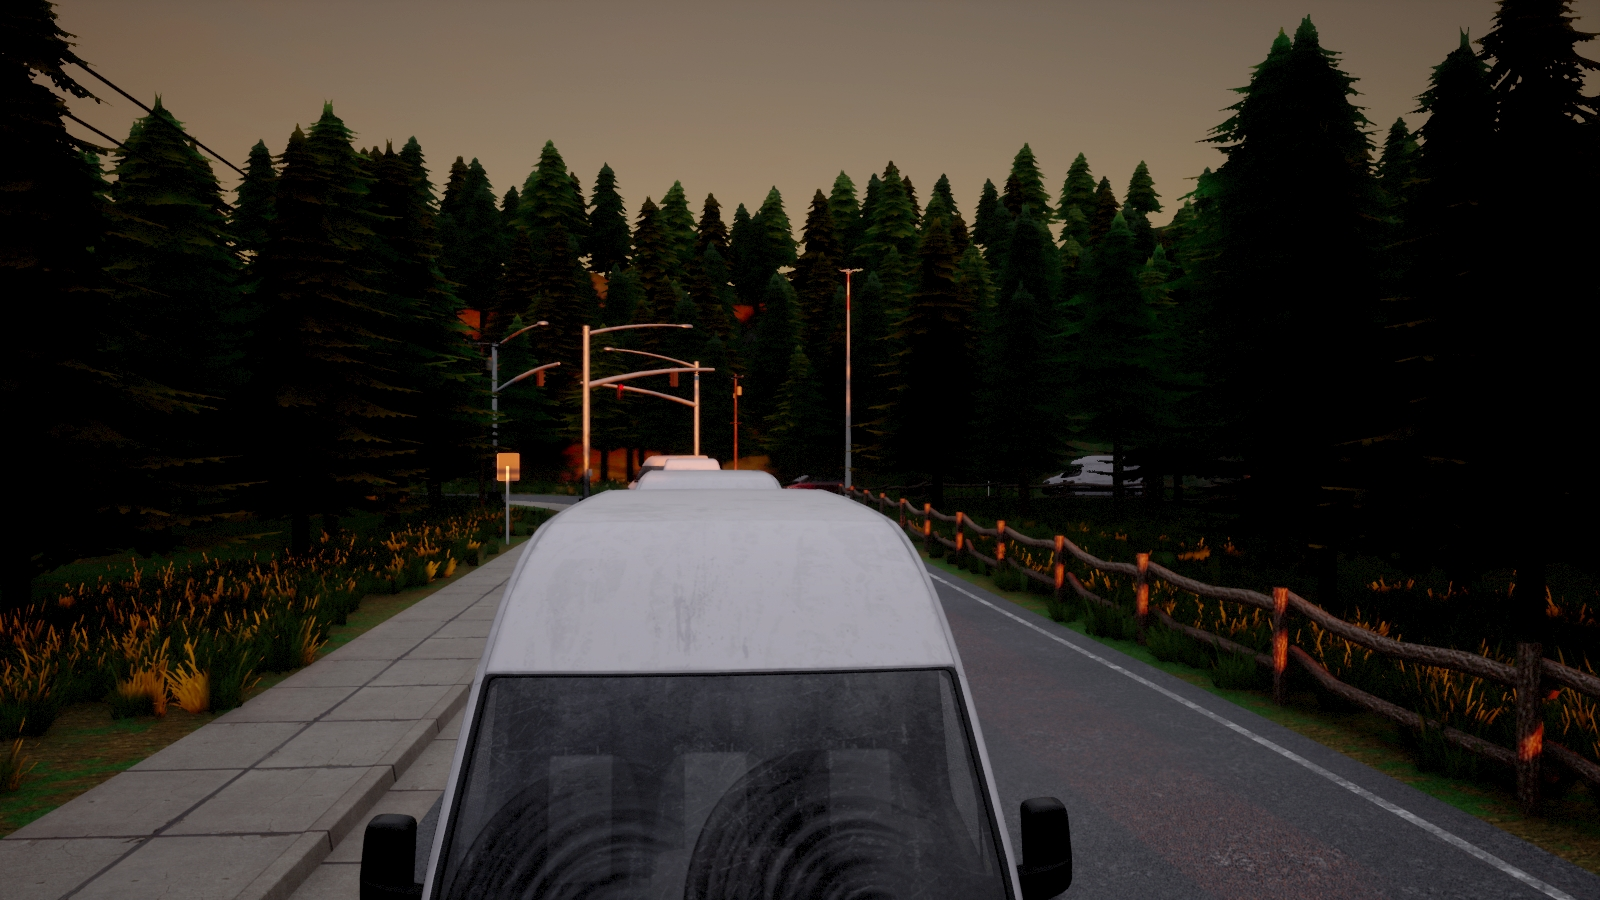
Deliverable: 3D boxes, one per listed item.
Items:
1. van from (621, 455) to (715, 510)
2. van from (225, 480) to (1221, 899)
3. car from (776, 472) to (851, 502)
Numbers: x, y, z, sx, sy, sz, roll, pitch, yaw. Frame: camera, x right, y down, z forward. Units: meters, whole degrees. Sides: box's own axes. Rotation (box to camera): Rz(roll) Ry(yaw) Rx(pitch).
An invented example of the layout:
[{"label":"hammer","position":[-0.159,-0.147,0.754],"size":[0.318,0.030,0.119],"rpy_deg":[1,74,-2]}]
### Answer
[{"label":"van","position":[-6.385,1.515,56.029],"size":[1.988,2.561,5.915],"rpy_deg":[0,0,22]},{"label":"van","position":[-0.361,1.499,5.231],"size":[1.988,2.561,5.915],"rpy_deg":[0,0,-5]},{"label":"car","position":[0.735,2.024,63.078],"size":[3.705,1.549,1.789],"rpy_deg":[0,0,-20]}]
